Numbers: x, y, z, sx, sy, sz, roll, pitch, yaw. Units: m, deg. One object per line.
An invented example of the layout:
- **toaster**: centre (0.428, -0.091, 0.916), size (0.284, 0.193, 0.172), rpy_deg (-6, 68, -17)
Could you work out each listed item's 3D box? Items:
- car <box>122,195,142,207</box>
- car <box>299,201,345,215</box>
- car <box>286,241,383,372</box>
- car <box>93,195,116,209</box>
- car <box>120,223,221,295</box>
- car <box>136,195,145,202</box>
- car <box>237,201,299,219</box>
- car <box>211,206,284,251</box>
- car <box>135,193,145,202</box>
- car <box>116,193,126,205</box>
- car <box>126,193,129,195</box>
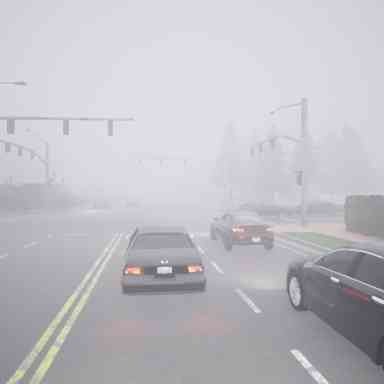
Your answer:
- **car**: centre (-9.016, 1.516, 50.276), size (1.812, 1.442, 4.674), rpy_deg (0, 0, -6)
- **car**: centre (12.072, 1.541, 32.487), size (5.357, 1.411, 2.033), rpy_deg (0, 0, -5)
- **car**: centre (2.983, 1.504, 4.942), size (1.837, 1.490, 4.892), rpy_deg (0, 0, -5)
- **car**: centre (-12.033, 1.482, 44.885), size (2.128, 1.511, 4.902), rpy_deg (0, 0, -4)
- **car**: centre (-0.834, 1.546, 8.876), size (2.033, 1.411, 5.357), rpy_deg (0, 0, -7)
- **car**: centre (-11.746, 1.509, 76.224), size (1.812, 1.442, 4.674), rpy_deg (0, 0, -6)
- **car**: centre (6.158, 1.486, 28.461), size (4.902, 1.511, 2.128), rpy_deg (0, 0, 4)
- **car**: centre (2.010, 1.523, 14.137), size (1.812, 1.442, 4.674), rpy_deg (0, 0, -7)
- **car**: centre (-10.239, 1.466, 61.837), size (1.882, 1.535, 5.008), rpy_deg (0, 1, -6)
- **car**: centre (-13.413, 1.341, 58.510), size (2.097, 1.767, 4.553), rpy_deg (0, 0, -6)
- **car**: centre (-14.996, 1.210, 73.738), size (2.150, 2.045, 5.566), rpy_deg (0, 0, -6)
